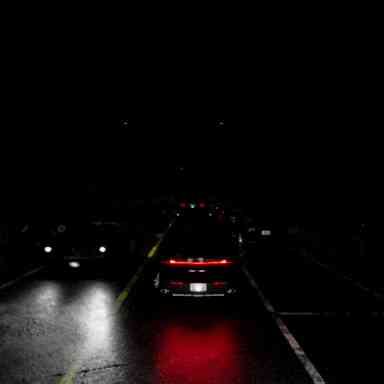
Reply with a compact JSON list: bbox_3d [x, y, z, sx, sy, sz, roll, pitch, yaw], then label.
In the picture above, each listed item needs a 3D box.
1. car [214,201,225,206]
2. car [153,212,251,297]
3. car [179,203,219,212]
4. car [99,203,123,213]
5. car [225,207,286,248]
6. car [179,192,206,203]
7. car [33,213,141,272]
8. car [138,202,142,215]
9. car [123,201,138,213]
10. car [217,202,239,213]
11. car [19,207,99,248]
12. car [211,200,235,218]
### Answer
[{"bbox_3d":[2.796,1.538,25.507,1.887,1.381,4.507,-1,0,0],"label":"car"},{"bbox_3d":[0.117,1.501,8.528,1.837,1.490,4.892,0,0,0],"label":"car"},{"bbox_3d":[0.126,1.542,18.266,2.033,1.411,5.357,0,0,0],"label":"car"},{"bbox_3d":[-5.739,1.560,20.018,1.947,1.339,4.313,-1,0,0],"label":"car"},{"bbox_3d":[2.776,1.561,14.497,1.947,1.339,4.313,-1,0,0],"label":"car"},{"bbox_3d":[0.050,1.215,28.511,2.150,2.045,5.566,0,0,0],"label":"car"},{"bbox_3d":[-3.079,1.597,10.937,1.895,1.301,4.718,0,0,0],"label":"car"},{"bbox_3d":[-5.719,1.537,31.028,1.887,1.381,4.507,-1,0,0],"label":"car"},{"bbox_3d":[-5.729,1.544,25.523,2.008,1.369,4.403,-1,0,0],"label":"car"},{"bbox_3d":[2.786,1.539,20.002,1.887,1.381,4.507,-1,0,0],"label":"car"},{"bbox_3d":[-5.750,1.435,14.512,1.967,1.590,4.097,-1,0,0],"label":"car"},{"bbox_3d":[2.806,1.537,31.013,1.887,1.381,4.507,-1,0,0],"label":"car"}]
